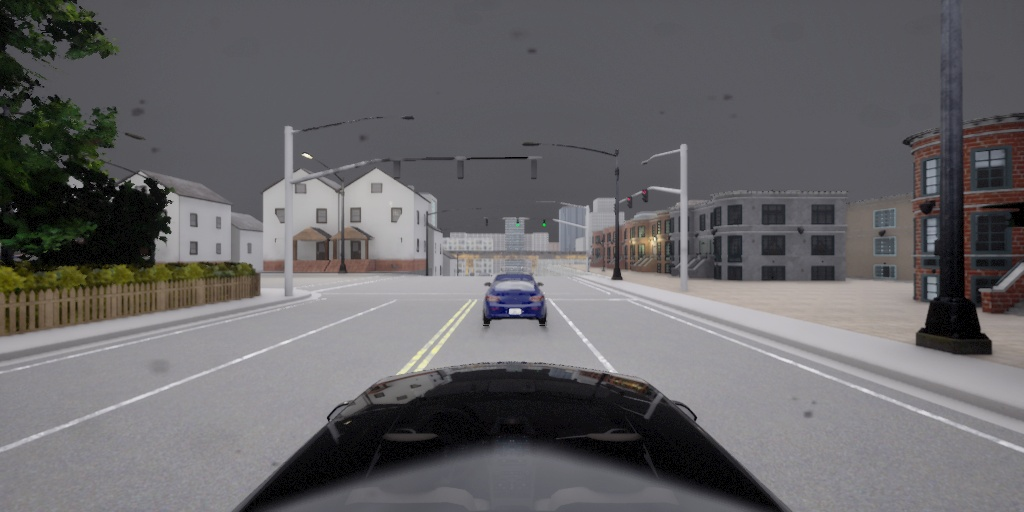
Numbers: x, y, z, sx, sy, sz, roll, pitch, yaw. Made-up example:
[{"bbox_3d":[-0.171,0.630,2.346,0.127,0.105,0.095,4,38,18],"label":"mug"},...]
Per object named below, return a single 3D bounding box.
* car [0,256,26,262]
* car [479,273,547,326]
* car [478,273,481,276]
[{"bbox_3d":[-44.715,1.030,30.601,5.566,2.045,2.150,0,0,0],"label":"car"},{"bbox_3d":[0.066,1.296,11.697,1.812,1.442,4.674,0,0,0],"label":"car"},{"bbox_3d":[-3.607,3.020,47.145,2.097,1.767,4.553,-1,-13,0],"label":"car"}]
